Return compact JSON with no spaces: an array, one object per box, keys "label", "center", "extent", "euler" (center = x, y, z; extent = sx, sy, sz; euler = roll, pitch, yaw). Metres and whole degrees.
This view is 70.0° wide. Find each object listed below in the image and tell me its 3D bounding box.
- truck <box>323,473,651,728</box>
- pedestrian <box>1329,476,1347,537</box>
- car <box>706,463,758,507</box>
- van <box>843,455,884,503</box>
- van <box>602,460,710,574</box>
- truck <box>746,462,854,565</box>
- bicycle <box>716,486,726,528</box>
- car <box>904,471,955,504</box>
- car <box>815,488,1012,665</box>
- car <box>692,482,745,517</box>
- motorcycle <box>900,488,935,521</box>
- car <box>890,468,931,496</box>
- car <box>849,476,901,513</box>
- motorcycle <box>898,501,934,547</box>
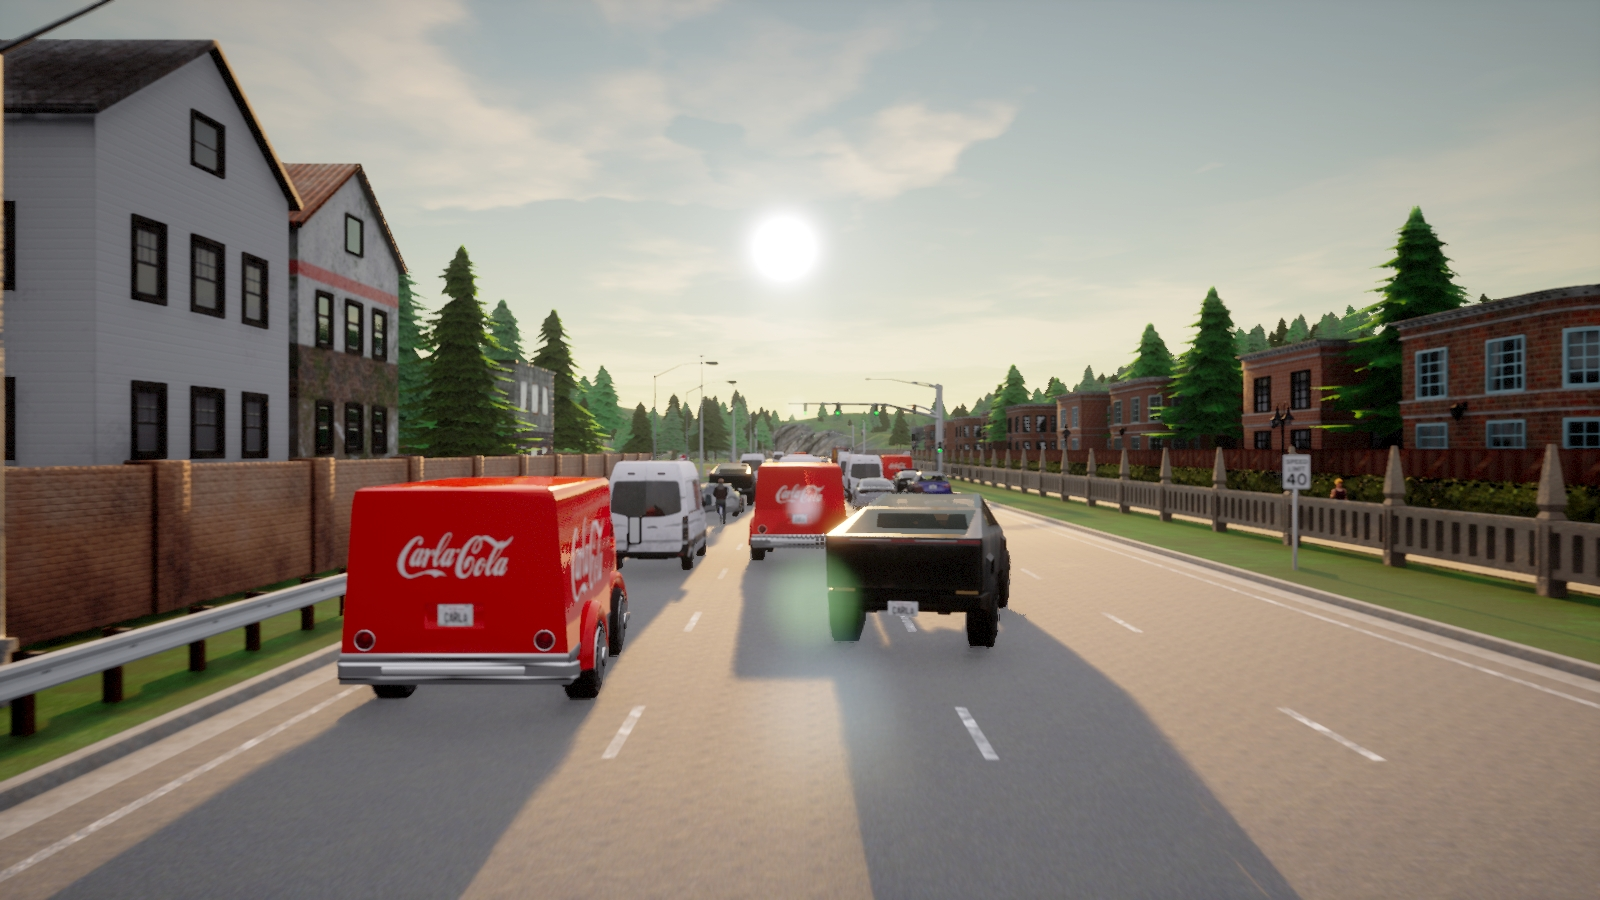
[{"label":"truck","center":[-3.502,1.576,14.133],"extent":[2.627,2.467,5.204],"euler":[0,0,0]},{"label":"pedestrian","center":[16.391,1.720,34.818],"extent":[0.375,1.860,0.375],"euler":[0,0,0]},{"label":"car","center":[-3.504,1.785,60.276],"extent":[2.390,2.098,6.274],"euler":[0,0,0]},{"label":"van","center":[3.506,1.569,64.134],"extent":[1.988,2.561,5.915],"euler":[0,0,0]},{"label":"van","center":[-3.506,1.550,28.904],"extent":[1.988,2.561,5.915],"euler":[0,0,0]},{"label":"truck","center":[-0.002,1.581,30.330],"extent":[2.627,2.467,5.204],"euler":[0,0,0]},{"label":"bicycle","center":[-2.937,2.083,42.297],"extent":[0.329,1.471,1.835],"euler":[0,0,-5]},{"label":"car","center":[6.994,2.002,62.130],"extent":[2.242,1.667,4.611],"euler":[0,0,0]},{"label":"car","center":[2.051,1.764,18.256],"extent":[2.390,2.098,6.274],"euler":[0,0,13]},{"label":"car","center":[-3.538,2.145,50.317],"extent":[1.994,1.385,4.181],"euler":[0,0,0]},{"label":"motorcycle","center":[4.803,2.230,46.851],"extent":[0.867,1.251,2.209],"euler":[0,0,-10]},{"label":"car","center":[6.994,2.021,72.870],"extent":[2.097,1.638,5.238],"euler":[0,0,0]},{"label":"car","center":[3.495,2.063,54.063],"extent":[2.097,1.535,5.006],"euler":[0,0,0]},{"label":"motorcycle","center":[3.499,2.224,34.610],"extent":[0.867,1.251,2.209],"euler":[0,0,0]}]
